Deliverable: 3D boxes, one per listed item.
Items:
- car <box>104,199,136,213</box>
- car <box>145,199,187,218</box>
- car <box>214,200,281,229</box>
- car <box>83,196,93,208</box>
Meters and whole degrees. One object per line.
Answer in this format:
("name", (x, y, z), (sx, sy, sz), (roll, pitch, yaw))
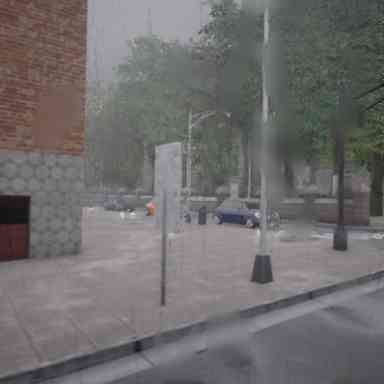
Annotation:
("car", (-8.230, 1.537, 37.521), (2.033, 1.411, 5.357), (2, -1, -36))
("car", (-2.254, 1.348, 29.237), (2.097, 1.767, 4.553), (2, -1, -36))
("car", (3.443, 1.353, 21.308), (2.097, 1.767, 4.553), (2, -1, -35))
("car", (-16.085, 1.321, 48.542), (2.097, 1.767, 4.553), (2, -1, -35))
